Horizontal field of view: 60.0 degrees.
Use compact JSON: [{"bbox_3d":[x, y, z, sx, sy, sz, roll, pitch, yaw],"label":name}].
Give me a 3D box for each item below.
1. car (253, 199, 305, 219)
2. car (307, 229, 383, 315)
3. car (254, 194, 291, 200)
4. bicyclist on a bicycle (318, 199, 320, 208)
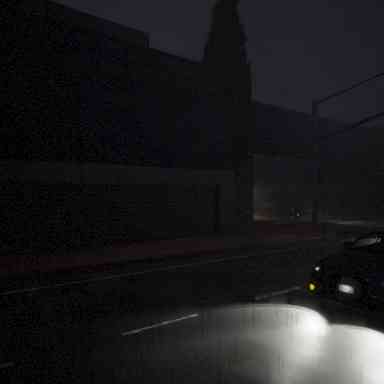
[{"bbox_3d":[7.626,1.599,29.720,1.895,1.301,4.718,0,0,-37],"label":"car"},{"bbox_3d":[4.394,1.563,7.170,4.181,1.385,1.994,0,0,-36],"label":"car"},{"bbox_3d":[8.689,1.220,34.151,2.150,2.045,5.566,0,0,-36],"label":"car"},{"bbox_3d":[16.217,1.301,43.256,1.656,1.620,0.582,0,0,-37],"label":"bicyclist on a bicycle"}]
